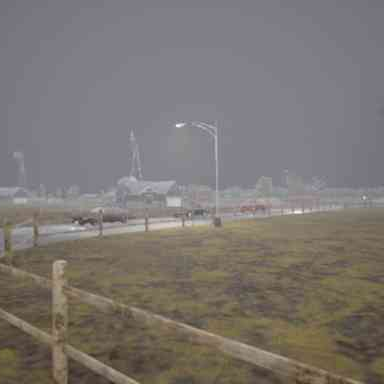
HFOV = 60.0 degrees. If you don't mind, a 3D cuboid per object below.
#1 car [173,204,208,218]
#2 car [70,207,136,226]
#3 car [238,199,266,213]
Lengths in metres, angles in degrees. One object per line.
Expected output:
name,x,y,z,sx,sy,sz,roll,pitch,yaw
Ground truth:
car,-0.113,2.019,35.923,1.837,1.490,4.892,-2,-2,36
car,-6.878,1.869,26.468,2.033,1.411,5.357,-2,-2,36
car,8.823,2.003,48.377,2.150,2.045,5.566,-2,-2,36
